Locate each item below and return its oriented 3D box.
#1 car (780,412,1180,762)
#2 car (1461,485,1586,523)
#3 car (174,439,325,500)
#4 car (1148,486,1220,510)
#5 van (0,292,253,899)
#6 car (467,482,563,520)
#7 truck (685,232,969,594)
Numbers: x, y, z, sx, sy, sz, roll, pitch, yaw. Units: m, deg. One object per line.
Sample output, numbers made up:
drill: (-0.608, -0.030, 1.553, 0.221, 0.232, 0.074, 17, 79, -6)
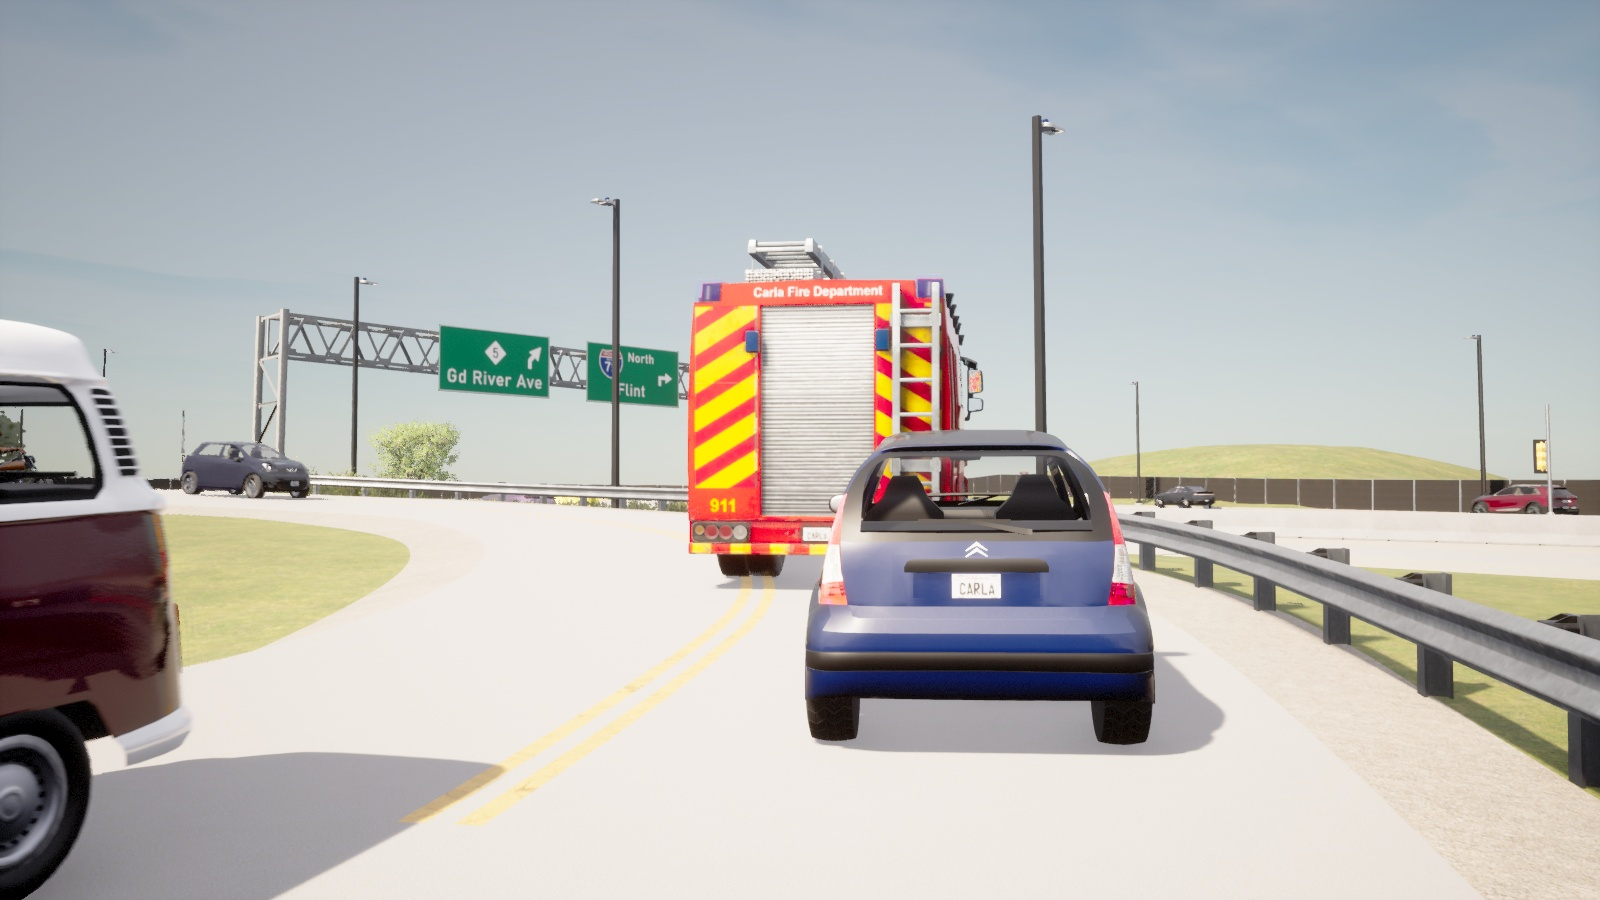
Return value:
car: (1.056, 0.646, 7.898, 1.851, 1.617, 3.988, -1, 0, 7)
car: (32.944, 2.423, 57.360, 2.033, 1.649, 4.856, 1, -1, -18)
car: (-15.002, 0.540, 34.227, 3.633, 1.501, 1.845, 2, -1, 27)
car: (25.062, 3.095, 82.183, 2.128, 1.511, 4.902, 1, -2, -18)
van: (-3.813, 0.520, 3.167, 2.069, 2.038, 4.480, 1, 0, 16)
car: (-13.220, 2.337, 58.056, 2.033, 1.649, 4.856, 3, -3, -45)
truck: (0.824, -0.378, 17.692, 2.891, 3.827, 8.468, 0, 0, 9)
